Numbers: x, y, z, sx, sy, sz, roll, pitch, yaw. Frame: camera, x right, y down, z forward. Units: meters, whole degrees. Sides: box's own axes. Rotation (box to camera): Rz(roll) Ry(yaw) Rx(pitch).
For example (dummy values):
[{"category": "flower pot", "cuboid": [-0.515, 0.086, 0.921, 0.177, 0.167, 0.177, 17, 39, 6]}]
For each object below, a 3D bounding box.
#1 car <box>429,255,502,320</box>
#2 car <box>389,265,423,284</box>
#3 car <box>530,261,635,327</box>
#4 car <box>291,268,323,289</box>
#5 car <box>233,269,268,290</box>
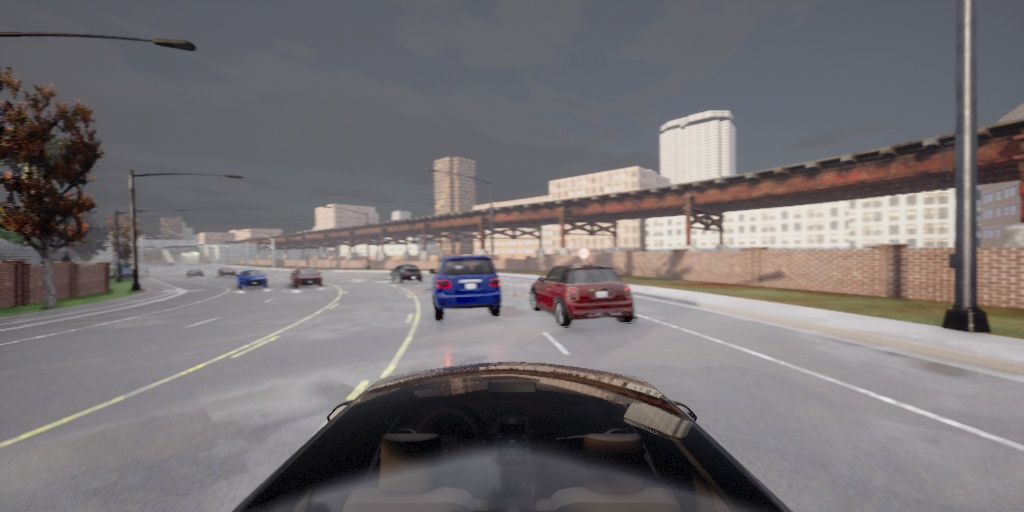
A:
[{"category": "car", "cuboid": [-1.837, 1.012, 13.324, 2.150, 2.045, 5.566, -1, 0, -13]}, {"category": "car", "cuboid": [-9.057, 1.481, 30.446, 1.837, 1.490, 4.892, -1, 0, -31]}, {"category": "car", "cuboid": [2.007, 1.044, 11.617, 2.097, 1.767, 4.553, -2, 0, -10]}, {"category": "car", "cuboid": [-16.524, 1.709, 28.793, 1.882, 1.535, 5.008, -2, 0, -36]}, {"category": "car", "cuboid": [-21.569, 1.891, 29.722, 1.882, 1.535, 5.008, -2, 0, -40]}]
